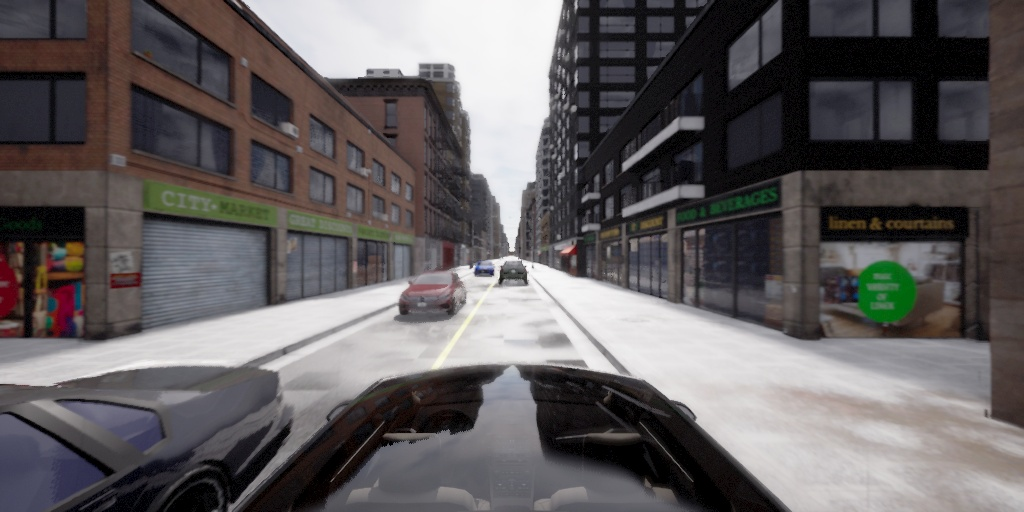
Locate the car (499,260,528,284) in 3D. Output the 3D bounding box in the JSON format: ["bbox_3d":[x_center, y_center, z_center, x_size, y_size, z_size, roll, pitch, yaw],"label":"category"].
[{"bbox_3d":[0.106,1.109,27.551,2.097,1.767,4.553,0,0,0],"label":"car"}]

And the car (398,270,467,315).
[{"bbox_3d":[-2.829,1.277,13.657,1.812,1.442,4.674,0,0,0],"label":"car"}]

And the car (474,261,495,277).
[{"bbox_3d":[-2.746,1.237,36.578,1.882,1.535,5.008,0,0,1],"label":"car"}]

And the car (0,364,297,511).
[{"bbox_3d":[-2.852,1.297,0.845,2.033,1.411,5.357,0,0,0],"label":"car"}]
